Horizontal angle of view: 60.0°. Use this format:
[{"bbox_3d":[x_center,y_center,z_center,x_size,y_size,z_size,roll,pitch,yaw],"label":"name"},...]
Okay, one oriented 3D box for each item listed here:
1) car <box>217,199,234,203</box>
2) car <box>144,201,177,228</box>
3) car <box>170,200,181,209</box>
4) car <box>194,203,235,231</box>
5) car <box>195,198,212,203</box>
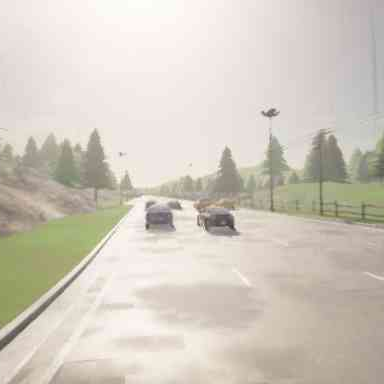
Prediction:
[{"bbox_3d":[4.783,1.740,48.387,1.882,1.535,5.008,-1,0,-8],"label":"car"},{"bbox_3d":[-2.419,1.676,24.303,1.882,1.535,5.008,-1,-1,-8],"label":"car"},{"bbox_3d":[-2.833,1.957,52.266,1.994,1.385,4.181,-1,0,-8],"label":"car"},{"bbox_3d":[1.488,1.652,21.646,1.812,1.442,4.674,-1,0,-8],"label":"car"},{"bbox_3d":[1.543,1.644,46.288,2.097,1.767,4.553,-1,0,-8],"label":"car"}]
